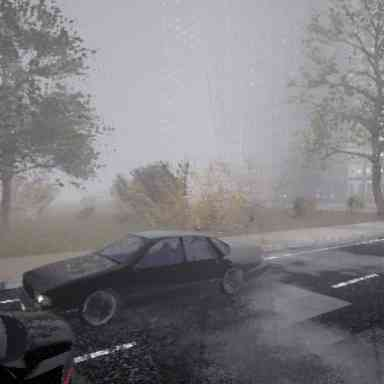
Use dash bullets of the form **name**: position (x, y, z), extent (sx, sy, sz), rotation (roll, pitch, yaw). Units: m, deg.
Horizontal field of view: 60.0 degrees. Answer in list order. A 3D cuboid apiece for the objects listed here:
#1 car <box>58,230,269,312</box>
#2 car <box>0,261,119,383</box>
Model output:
- **car**: position (-0.699, 1.561, 7.180), extent (5.357, 1.411, 2.033), rotation (0, 0, -36)
- **car**: position (-3.025, 1.498, 1.526), extent (4.892, 1.490, 1.837), rotation (0, 0, -35)
